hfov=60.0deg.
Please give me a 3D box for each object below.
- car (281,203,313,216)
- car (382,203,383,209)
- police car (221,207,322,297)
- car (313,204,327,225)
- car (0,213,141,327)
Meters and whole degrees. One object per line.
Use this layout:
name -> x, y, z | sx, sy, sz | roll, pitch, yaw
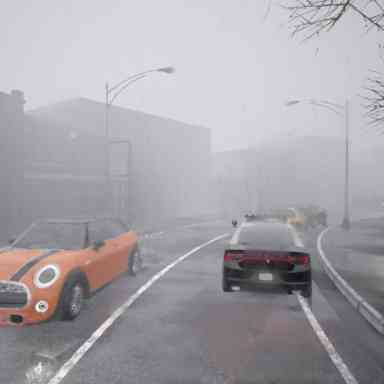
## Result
car -> 5.079, 1.469, 17.783 | 1.801, 1.575, 5.366 | 1, 0, 26
car -> 27.103, 1.517, 43.559 | 4.553, 1.767, 2.097 | 1, 1, -28
police car -> 1.973, 1.427, 8.902 | 1.930, 1.638, 5.238 | 0, 0, 12
car -> 7.775, 1.535, 22.480 | 1.837, 1.490, 4.892 | 1, 0, 34
car -> -2.764, 1.337, 7.349 | 2.097, 1.767, 4.553 | 0, 0, 11
